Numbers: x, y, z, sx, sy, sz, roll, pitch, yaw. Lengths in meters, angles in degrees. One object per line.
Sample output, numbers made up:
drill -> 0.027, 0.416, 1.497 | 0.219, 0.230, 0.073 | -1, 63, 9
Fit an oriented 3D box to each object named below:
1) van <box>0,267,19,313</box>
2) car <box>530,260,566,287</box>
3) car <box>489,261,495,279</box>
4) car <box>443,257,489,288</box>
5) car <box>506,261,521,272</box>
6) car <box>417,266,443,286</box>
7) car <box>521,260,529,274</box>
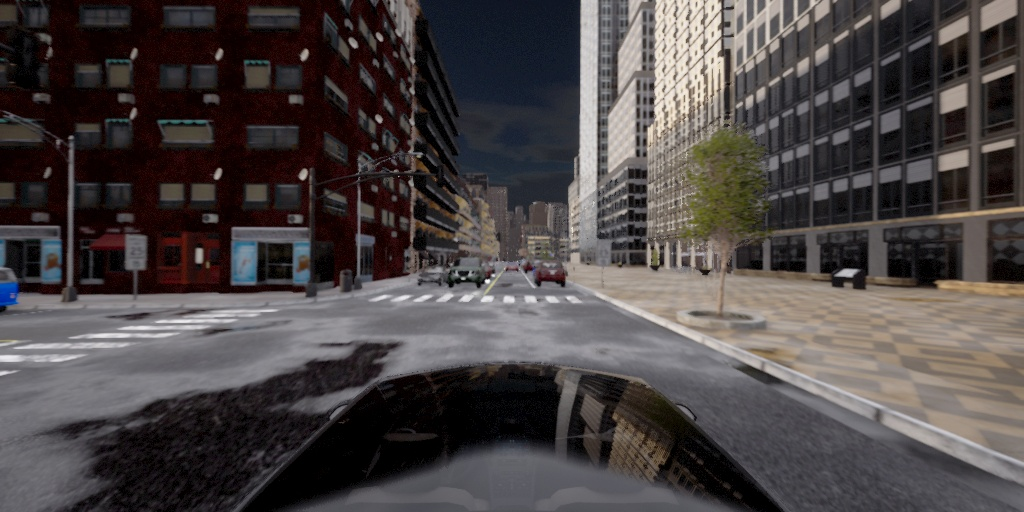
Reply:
van -> -20.762, 1.291, 13.040 | 3.998, 1.789, 1.690 | 0, 0, 0
car -> 2.703, 1.233, 26.268 | 2.192, 1.841, 5.009 | 0, 0, 0
car -> -3.068, 1.293, 35.154 | 2.097, 1.767, 4.553 | 0, 0, 0
car -> -3.064, 1.091, 25.336 | 2.150, 2.045, 5.566 | 0, 0, 0
car -> 0.033, 1.689, 55.466 | 1.994, 1.385, 4.181 | 0, 0, 0
car -> -5.677, 1.407, 26.273 | 2.007, 1.370, 4.403 | 0, 0, 0
car -> 2.715, 1.402, 48.372 | 2.192, 1.841, 5.009 | 0, 0, 0
